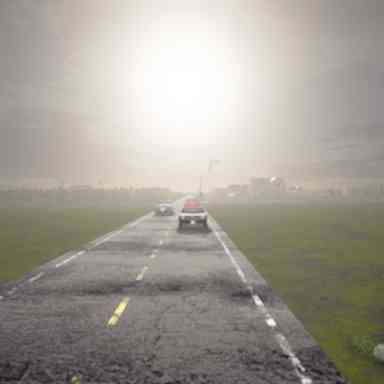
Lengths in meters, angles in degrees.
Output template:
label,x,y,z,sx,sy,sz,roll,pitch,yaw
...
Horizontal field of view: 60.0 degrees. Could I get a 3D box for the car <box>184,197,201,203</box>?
label,x,y,z,sx,sy,sz,roll,pitch,yaw
car,0.042,1.461,41.395,2.097,1.767,4.553,0,0,0

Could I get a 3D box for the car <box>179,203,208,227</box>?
label,x,y,z,sx,sy,sz,roll,pitch,yaw
car,0.055,1.657,23.380,1.895,1.301,4.718,0,0,0

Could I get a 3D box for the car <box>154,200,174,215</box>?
label,x,y,z,sx,sy,sz,roll,pitch,yaw
car,-2.892,1.583,35.294,2.128,1.511,4.902,0,0,0
